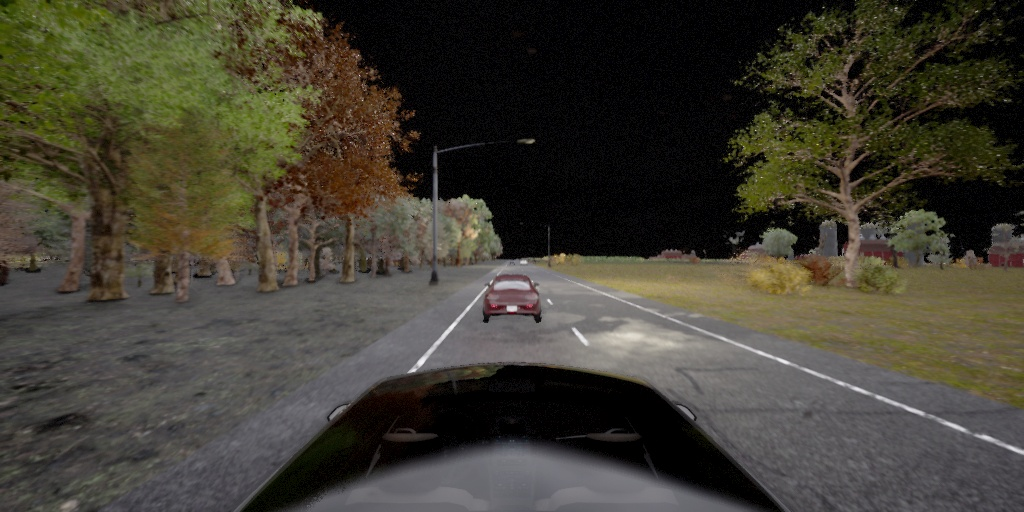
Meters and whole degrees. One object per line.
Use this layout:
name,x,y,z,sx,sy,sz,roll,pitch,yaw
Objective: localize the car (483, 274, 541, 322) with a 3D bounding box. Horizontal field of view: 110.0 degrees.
car,-0.002,1.366,12.636,1.812,1.442,4.674,0,0,0
